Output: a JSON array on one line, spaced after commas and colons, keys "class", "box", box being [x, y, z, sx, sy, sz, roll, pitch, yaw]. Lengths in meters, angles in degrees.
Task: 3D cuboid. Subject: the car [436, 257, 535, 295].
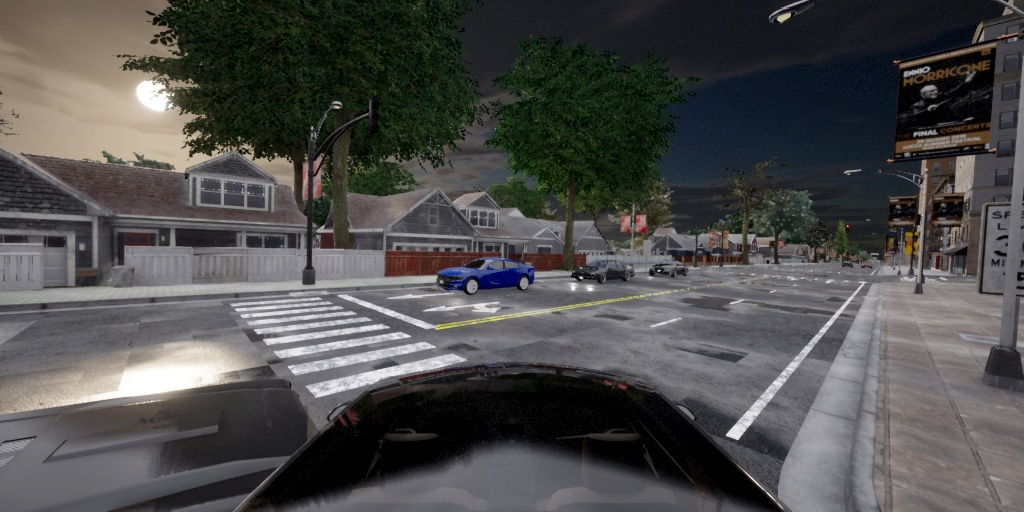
[{"class": "car", "box": [-1.092, 0.810, 16.484, 5.008, 1.535, 1.882, 0, 2, -44]}]

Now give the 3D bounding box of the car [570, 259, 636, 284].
[{"class": "car", "box": [6.085, 0.939, 23.393, 5.357, 1.411, 2.033, 0, 2, -44]}]

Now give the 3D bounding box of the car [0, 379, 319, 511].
[{"class": "car", "box": [-3.311, 1.287, 1.302, 4.718, 1.301, 1.895, 1, 2, -34]}]

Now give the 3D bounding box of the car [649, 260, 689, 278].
[{"class": "car", "box": [13.293, 1.018, 30.303, 4.181, 1.385, 1.994, 0, 2, -44]}]
